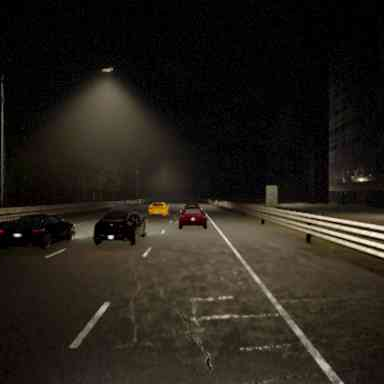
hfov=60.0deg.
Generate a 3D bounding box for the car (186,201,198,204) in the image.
[{"bbox_3d":[-0.009,1.945,42.430,2.128,1.511,4.902,0,-1,0],"label":"car"}]

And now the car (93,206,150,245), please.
[{"bbox_3d":[-3.423,1.664,16.427,1.837,1.490,4.892,0,-1,0],"label":"car"}]

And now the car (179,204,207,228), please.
[{"bbox_3d":[0.064,1.802,24.144,1.994,1.385,4.181,0,-1,0],"label":"car"}]

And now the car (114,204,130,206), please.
[{"bbox_3d":[-6.955,1.888,33.122,2.033,1.411,5.357,0,-1,0],"label":"car"}]

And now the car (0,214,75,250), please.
[{"bbox_3d":[-6.921,1.711,15.206,1.994,1.385,4.181,0,-1,0],"label":"car"}]

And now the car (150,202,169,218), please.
[{"bbox_3d":[-3.465,1.840,34.973,1.882,1.535,5.008,0,-1,0],"label":"car"}]
